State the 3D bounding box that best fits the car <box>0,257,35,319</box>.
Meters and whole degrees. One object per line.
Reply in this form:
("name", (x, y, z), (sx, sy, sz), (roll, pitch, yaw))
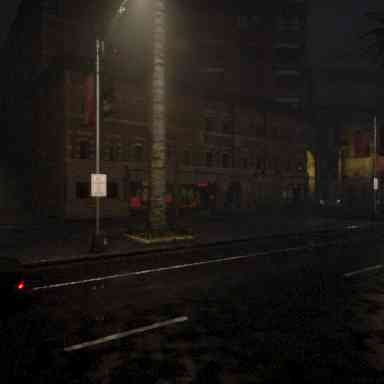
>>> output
("car", (-5.181, 1.547, 4.595), (5.357, 1.411, 2.033), (0, 0, -35))
